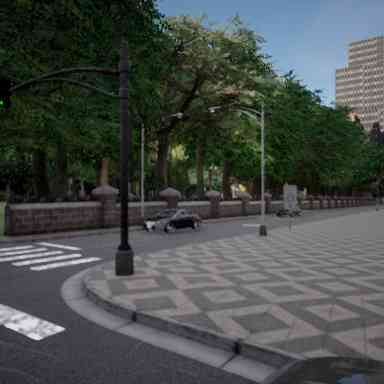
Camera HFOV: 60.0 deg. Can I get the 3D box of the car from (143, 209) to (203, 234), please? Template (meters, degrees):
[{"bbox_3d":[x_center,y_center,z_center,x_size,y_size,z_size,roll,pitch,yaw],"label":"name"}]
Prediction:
[{"bbox_3d":[-1.174,1.868,22.108,2.128,1.511,4.902,0,-1,35],"label":"car"}]

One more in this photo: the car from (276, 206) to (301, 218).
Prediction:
[{"bbox_3d":[11.840,2.354,40.501,1.837,1.490,4.892,0,-2,36],"label":"car"}]

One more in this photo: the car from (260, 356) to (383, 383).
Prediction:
[{"bbox_3d":[2.230,1.551,1.373,4.403,1.369,2.008,0,0,36],"label":"car"}]
